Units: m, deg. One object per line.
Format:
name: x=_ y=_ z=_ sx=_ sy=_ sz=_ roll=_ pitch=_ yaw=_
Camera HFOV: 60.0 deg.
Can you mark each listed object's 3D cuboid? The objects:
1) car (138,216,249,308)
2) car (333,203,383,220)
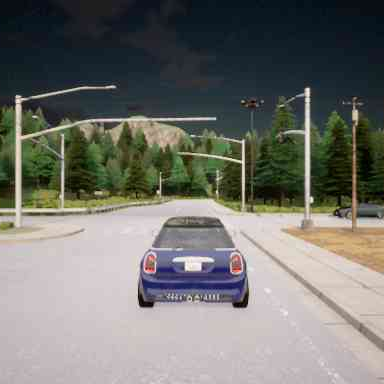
car: x=0.040 y=1.361 z=8.118 sx=2.097 sy=1.767 sz=4.553 roll=0 pitch=0 yaw=0
car: x=14.508 y=1.634 z=28.741 sx=4.181 sy=1.385 sz=1.994 roll=0 pitch=0 yaw=1
